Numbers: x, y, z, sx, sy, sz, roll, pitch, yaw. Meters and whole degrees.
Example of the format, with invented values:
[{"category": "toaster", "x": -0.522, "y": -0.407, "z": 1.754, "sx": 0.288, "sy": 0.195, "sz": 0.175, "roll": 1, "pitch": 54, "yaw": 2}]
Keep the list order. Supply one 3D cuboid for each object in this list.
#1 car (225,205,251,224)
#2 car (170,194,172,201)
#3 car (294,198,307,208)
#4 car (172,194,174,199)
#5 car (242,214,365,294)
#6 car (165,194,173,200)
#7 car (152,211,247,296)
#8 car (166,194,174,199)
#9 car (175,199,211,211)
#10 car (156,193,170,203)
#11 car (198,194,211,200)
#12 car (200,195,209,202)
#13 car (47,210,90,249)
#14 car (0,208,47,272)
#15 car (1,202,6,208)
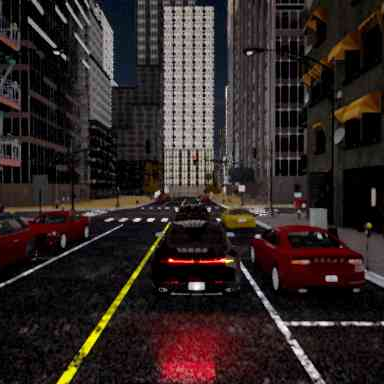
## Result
[{"category": "car", "x": 2.644, "y": 1.448, "z": 19.805, "sx": 1.752, "sy": 1.417, "sz": 4.829, "roll": -1, "pitch": 0, "yaw": 0}, {"category": "car", "x": -5.831, "y": 1.055, "z": 68.705, "sx": 2.192, "sy": 1.841, "sz": 5.009, "roll": -1, "pitch": 0, "yaw": 0}, {"category": "car", "x": 14.177, "y": 1.110, "z": 38.781, "sx": 4.507, "sy": 1.381, "sz": 1.887, "roll": -1, "pitch": 2, "yaw": -1}, {"category": "car", "x": -5.842, "y": 1.035, "z": 74.265, "sx": 2.192, "sy": 1.841, "sz": 5.009, "roll": -1, "pitch": 0, "yaw": 0}, {"category": "car", "x": 2.666, "y": 1.511, "z": 8.588, "sx": 1.887, "sy": 1.381, "sz": 4.507, "roll": -1, "pitch": 0, "yaw": 0}, {"category": "car", "x": -5.862, "y": 1.205, "z": 85.214, "sx": 1.752, "sy": 1.417, "sz": 4.829, "roll": -1, "pitch": 0, "yaw": 0}, {"category": "car", "x": 0.082, "y": 1.471, "z": 8.518, "sx": 1.837, "sy": 1.490, "sz": 4.892, "roll": 0, "pitch": 0, "yaw": 0}, {"category": "car", "x": -5.872, "y": 1.204, "z": 90.943, "sx": 1.887, "sy": 1.381, "sz": 4.507, "roll": -1, "pitch": 0, "yaw": 0}, {"category": "car", "x": 0.061, "y": 1.405, "z": 18.790, "sx": 1.882, "sy": 1.535, "sz": 5.008, "roll": 0, "pitch": 0, "yaw": 0}, {"category": "car", "x": -5.819, "y": 1.305, "z": 63.146, "sx": 1.887, "sy": 1.381, "sz": 4.507, "roll": -1, "pitch": 0, "yaw": 0}, {"category": "car", "x": 2.560, "y": 1.201, "z": 63.160, "sx": 1.967, "sy": 1.590, "sz": 4.097, "roll": -1, "pitch": 0, "yaw": 0}, {"category": "car", "x": 2.550, "y": 1.265, "z": 68.890, "sx": 1.752, "sy": 1.417, "sz": 4.829, "roll": -1, "pitch": 0, "yaw": 0}, {"category": "car", "x": -5.725, "y": 1.490, "z": 14.110, "sx": 1.887, "sy": 1.381, "sz": 4.507, "roll": -1, "pitch": 0, "yaw": 0}, {"category": "car", "x": -5.716, "y": 1.406, "z": 8.586, "sx": 1.967, "sy": 1.590, "sz": 4.097, "roll": -1, "pitch": 0, "yaw": 0}, {"category": "car", "x": -23.921, "y": 1.602, "z": 38.386, "sx": 4.097, "sy": 1.590, "sz": 1.967, "roll": -1, "pitch": 2, "yaw": -1}]
